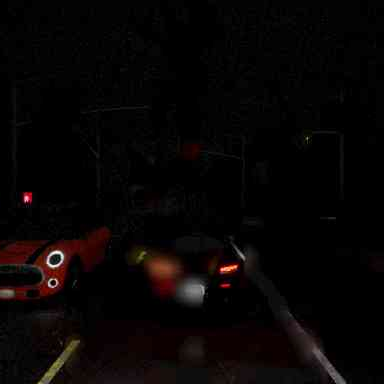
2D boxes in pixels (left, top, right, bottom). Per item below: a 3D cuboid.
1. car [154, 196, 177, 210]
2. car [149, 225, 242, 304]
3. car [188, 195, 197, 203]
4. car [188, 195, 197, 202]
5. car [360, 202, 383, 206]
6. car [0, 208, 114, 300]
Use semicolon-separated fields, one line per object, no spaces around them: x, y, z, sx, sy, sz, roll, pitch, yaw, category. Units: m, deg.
-3.551;1.352;42.326;2.097;1.767;4.553;0;0;2;car
0.080;1.526;8.028;1.812;1.442;4.674;0;0;0;car
0.090;1.596;70.712;1.895;1.301;4.718;0;0;0;car
0.078;1.525;80.822;2.128;1.511;4.902;0;0;0;car
15.566;1.528;28.590;5.357;1.411;2.033;0;0;-6;car
-3.525;1.352;8.599;2.097;1.767;4.553;0;0;1;car
